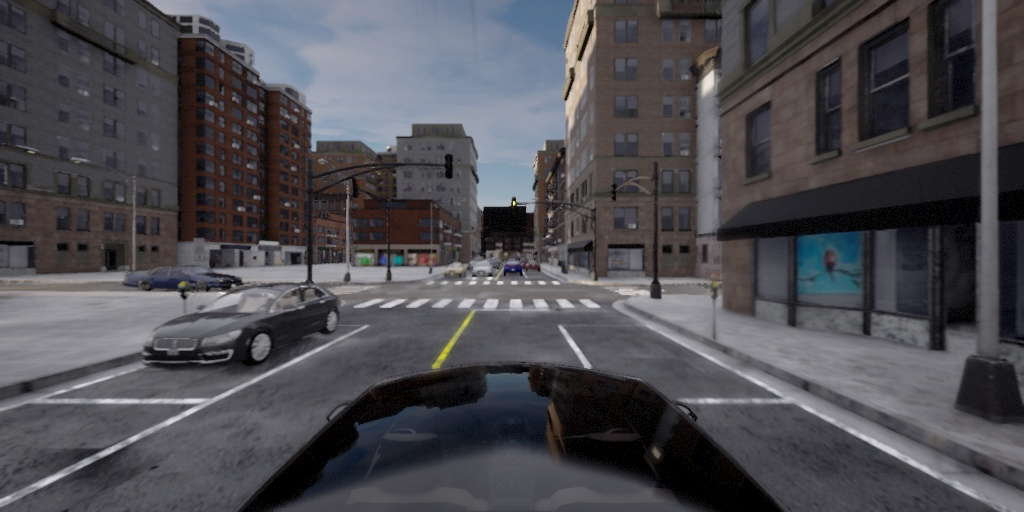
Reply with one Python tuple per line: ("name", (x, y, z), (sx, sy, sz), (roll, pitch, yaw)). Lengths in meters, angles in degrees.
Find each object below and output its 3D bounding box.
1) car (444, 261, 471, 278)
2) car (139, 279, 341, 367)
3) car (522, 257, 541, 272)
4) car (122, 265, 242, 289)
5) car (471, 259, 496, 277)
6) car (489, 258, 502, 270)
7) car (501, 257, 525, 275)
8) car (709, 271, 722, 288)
("car", (-5.385, 1.267, 34.557), (1.751, 1.417, 4.829), (0, 0, 0))
("car", (-5.387, 1.299, 7.881), (2.007, 1.370, 4.403), (0, 0, 0))
("car", (2.640, 1.179, 46.049), (1.967, 1.591, 4.097), (0, 0, 0))
("car", (-17.801, 1.211, 19.531), (5.357, 1.411, 2.033), (0, 0, 0))
("car", (-2.844, 1.267, 35.253), (1.812, 1.442, 4.674), (0, 0, 0))
("car", (-2.820, 1.303, 52.115), (1.994, 1.385, 4.181), (0, 0, 0))
("car", (0.103, 1.218, 38.187), (1.882, 1.535, 5.008), (0, 0, 0))
("car", (14.957, 1.179, 22.510), (4.553, 1.767, 2.097), (0, 0, 0))
